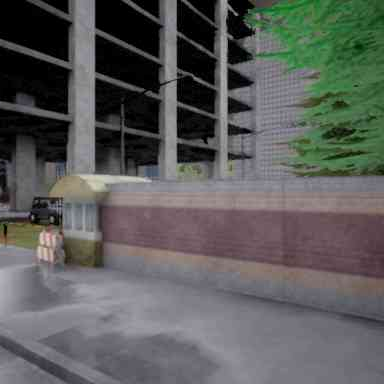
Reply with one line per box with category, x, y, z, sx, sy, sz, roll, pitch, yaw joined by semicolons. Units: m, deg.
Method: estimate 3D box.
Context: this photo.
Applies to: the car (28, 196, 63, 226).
car;-9.226;1.205;22.210;3.866;1.878;1.905;0;0;36
